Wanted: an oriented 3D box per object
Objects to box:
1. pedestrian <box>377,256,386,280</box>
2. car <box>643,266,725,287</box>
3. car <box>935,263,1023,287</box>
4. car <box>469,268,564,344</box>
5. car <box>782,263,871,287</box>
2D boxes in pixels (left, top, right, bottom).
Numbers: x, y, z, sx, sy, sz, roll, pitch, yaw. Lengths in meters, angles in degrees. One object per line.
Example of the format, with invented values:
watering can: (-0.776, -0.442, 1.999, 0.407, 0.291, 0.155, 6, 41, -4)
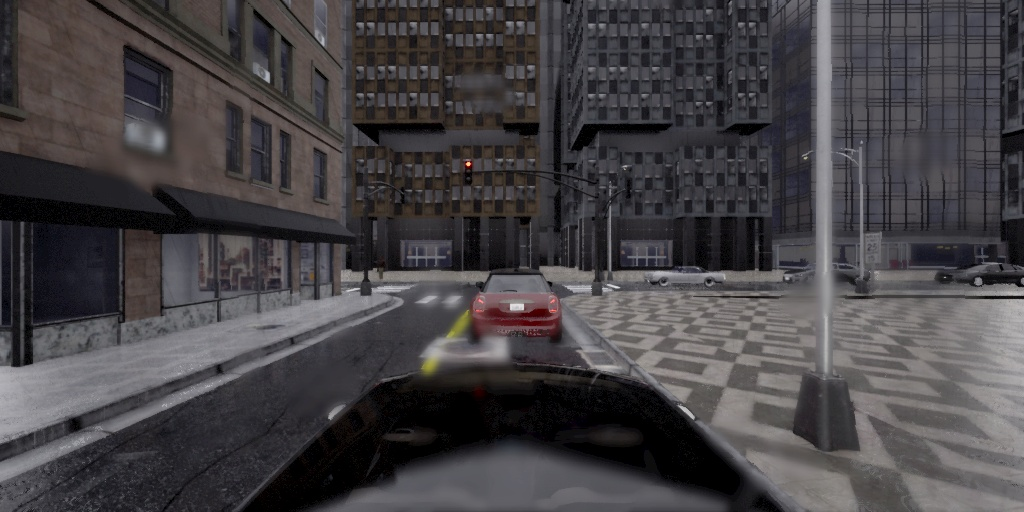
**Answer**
pedestrian: (-9.837, 0.903, 26.905, 0.375, 1.860, 0.375, 0, 0, 1)
car: (11.195, 1.333, 23.639, 4.718, 1.301, 1.895, 0, 0, 1)
car: (30.765, 1.211, 23.415, 4.892, 1.490, 1.837, 0, 0, 1)
car: (0.069, 1.102, 9.723, 2.097, 1.767, 4.553, 0, 0, -1)
car: (20.539, 1.211, 23.534, 4.902, 1.511, 2.128, 0, 0, 1)
